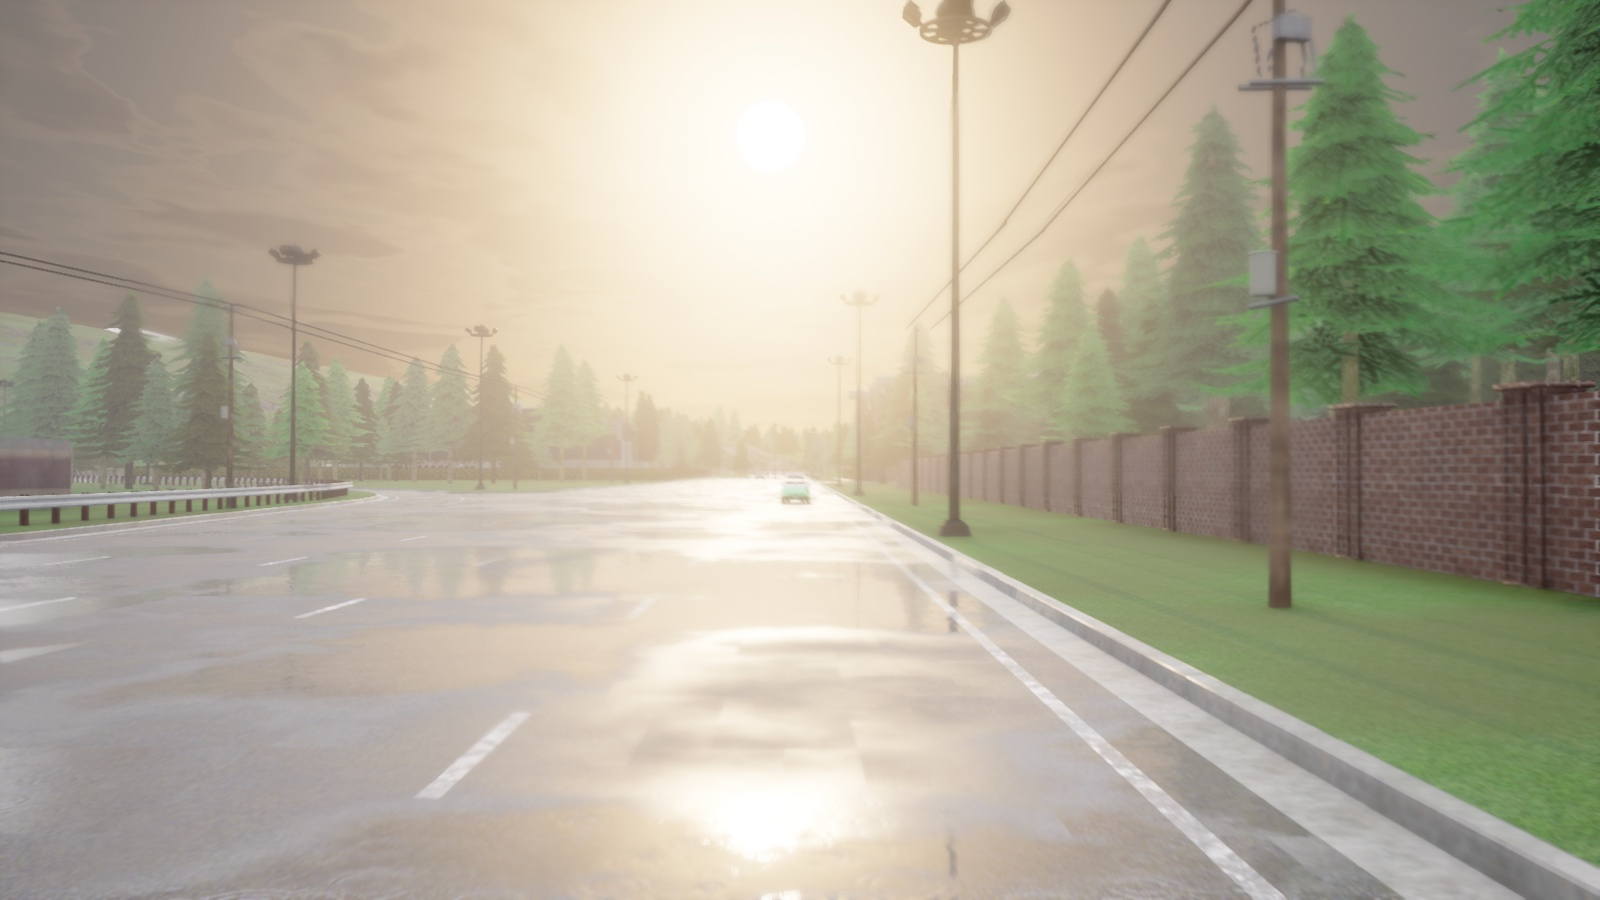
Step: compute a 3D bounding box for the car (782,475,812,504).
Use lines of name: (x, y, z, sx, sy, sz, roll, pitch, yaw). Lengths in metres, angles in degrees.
car: (-0.167, 1.950, 62.338, 1.481, 1.376, 2.207, 0, -1, -1)
